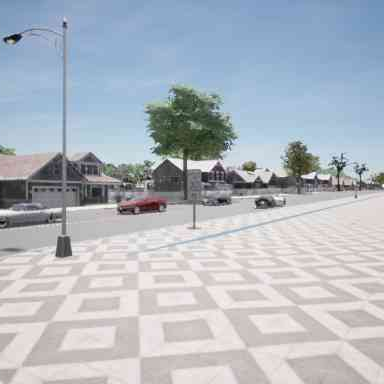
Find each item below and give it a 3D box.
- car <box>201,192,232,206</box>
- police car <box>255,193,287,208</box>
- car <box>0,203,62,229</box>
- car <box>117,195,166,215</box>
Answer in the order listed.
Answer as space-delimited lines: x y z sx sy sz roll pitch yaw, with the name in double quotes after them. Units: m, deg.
2.875 0.812 38.985 2.128 1.511 4.902 0 1 35 "car"
8.566 0.862 35.626 2.038 1.542 4.974 0 1 35 "police car"
-10.327 1.352 20.243 1.895 1.301 4.718 0 1 35 "car"
-4.285 1.029 28.833 1.882 1.535 5.008 0 1 35 "car"
